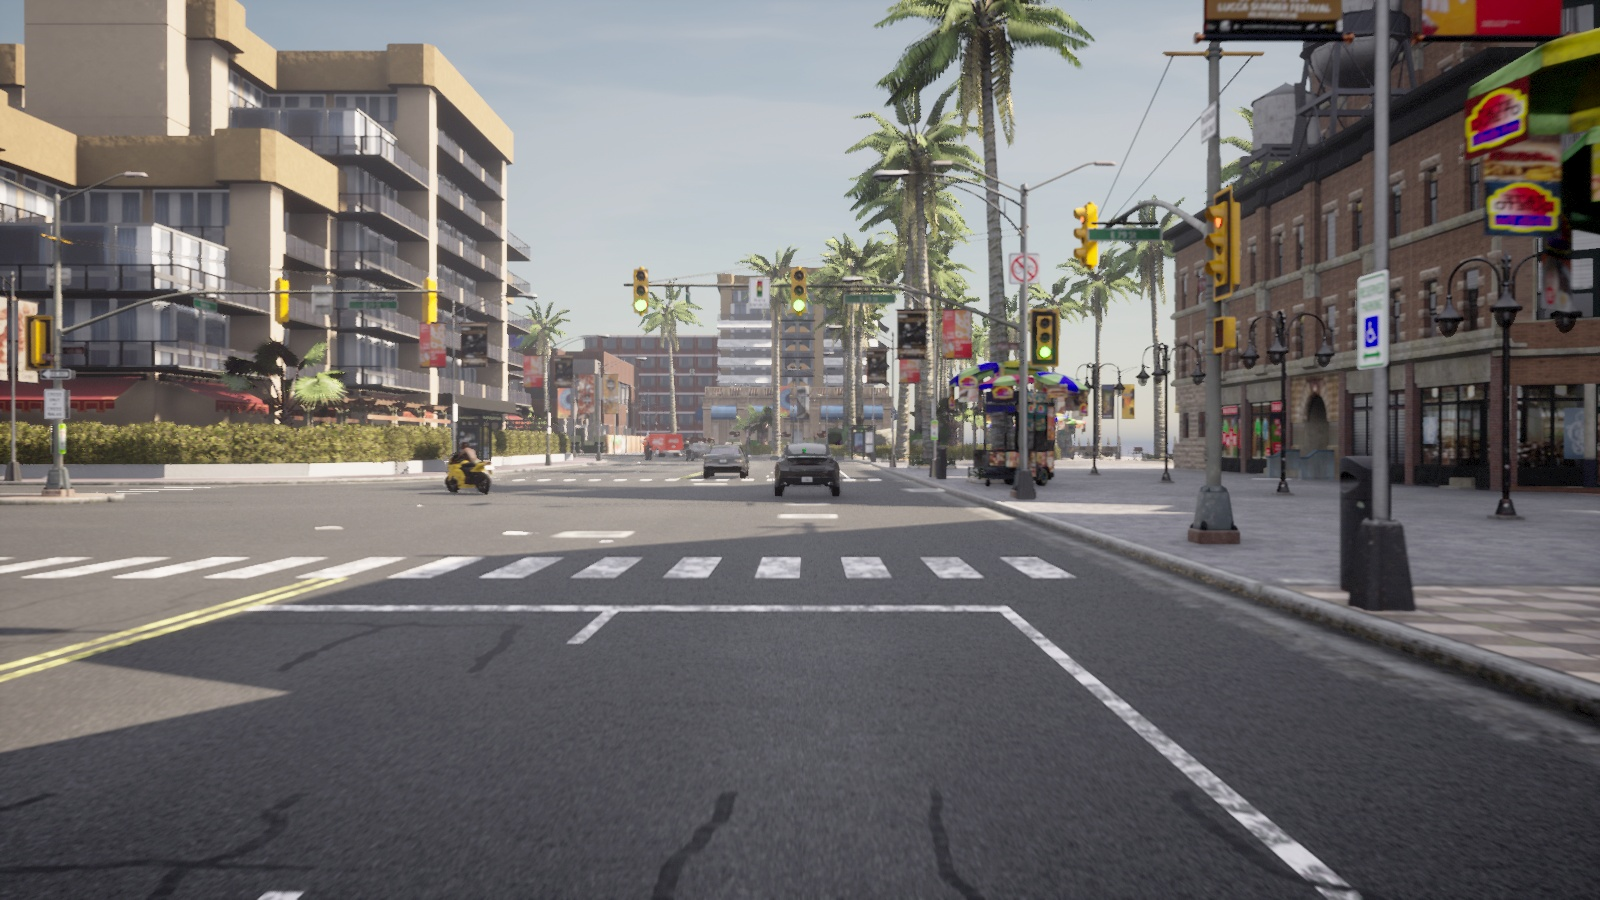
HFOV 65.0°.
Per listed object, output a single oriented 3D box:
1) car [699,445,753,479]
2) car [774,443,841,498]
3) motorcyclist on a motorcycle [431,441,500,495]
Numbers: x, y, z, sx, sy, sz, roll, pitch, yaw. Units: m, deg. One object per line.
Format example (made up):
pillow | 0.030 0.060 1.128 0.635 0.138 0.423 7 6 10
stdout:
car | -3.185 0.483 54.742 2.033 1.411 5.357 0 0 0
car | 0.214 0.544 36.790 1.837 1.490 4.892 0 0 0
motorcyclist on a motorcycle | -9.774 0.514 36.700 2.044 1.523 0.797 0 1 36
